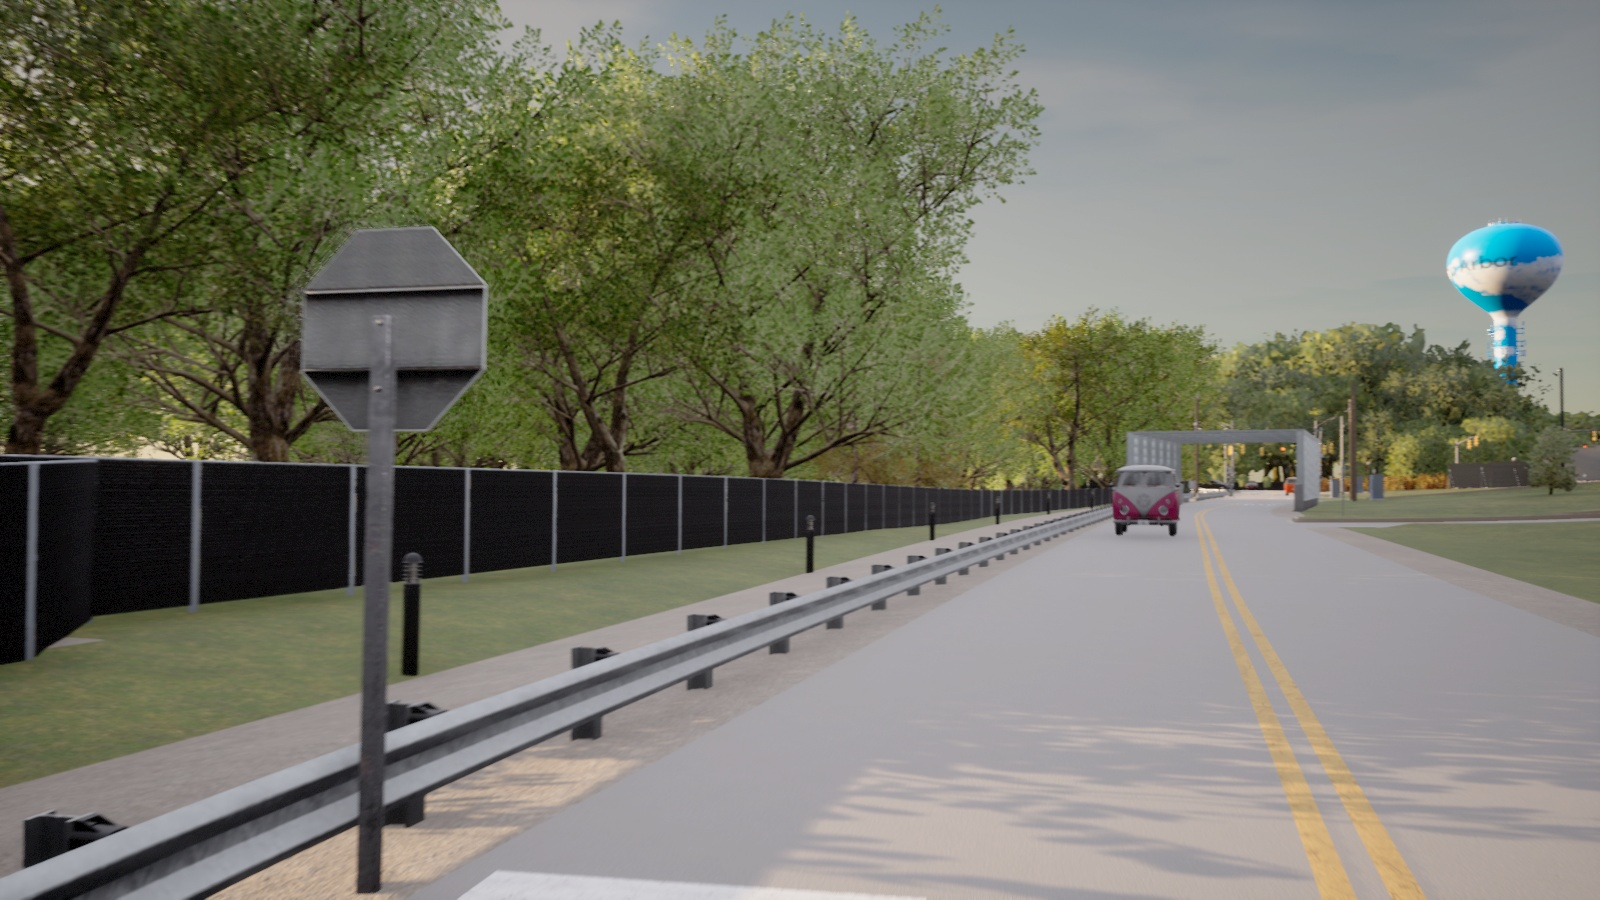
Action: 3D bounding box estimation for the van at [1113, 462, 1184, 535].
[{"bbox_3d":[10.143,1.376,36.379,1.775,1.987,4.442,-1,-1,18],"label":"van"}]
